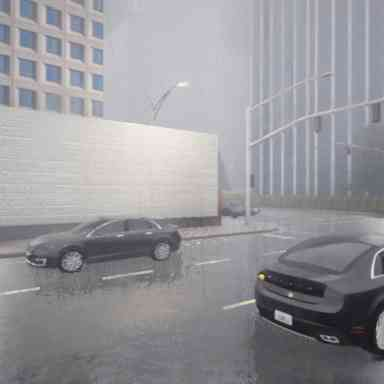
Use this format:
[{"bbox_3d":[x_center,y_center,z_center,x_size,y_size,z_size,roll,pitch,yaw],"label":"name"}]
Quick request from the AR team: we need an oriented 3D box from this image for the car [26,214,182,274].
[{"bbox_3d":[-2.624,1.522,10.720,4.892,1.490,1.837,0,0,-36],"label":"car"}]

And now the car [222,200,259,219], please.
[{"bbox_3d":[3.446,1.694,31.466,2.033,1.411,5.357,0,0,-36],"label":"car"}]

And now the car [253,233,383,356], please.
[{"bbox_3d":[3.279,1.533,6.133,4.892,1.490,1.837,0,0,-35],"label":"car"}]
